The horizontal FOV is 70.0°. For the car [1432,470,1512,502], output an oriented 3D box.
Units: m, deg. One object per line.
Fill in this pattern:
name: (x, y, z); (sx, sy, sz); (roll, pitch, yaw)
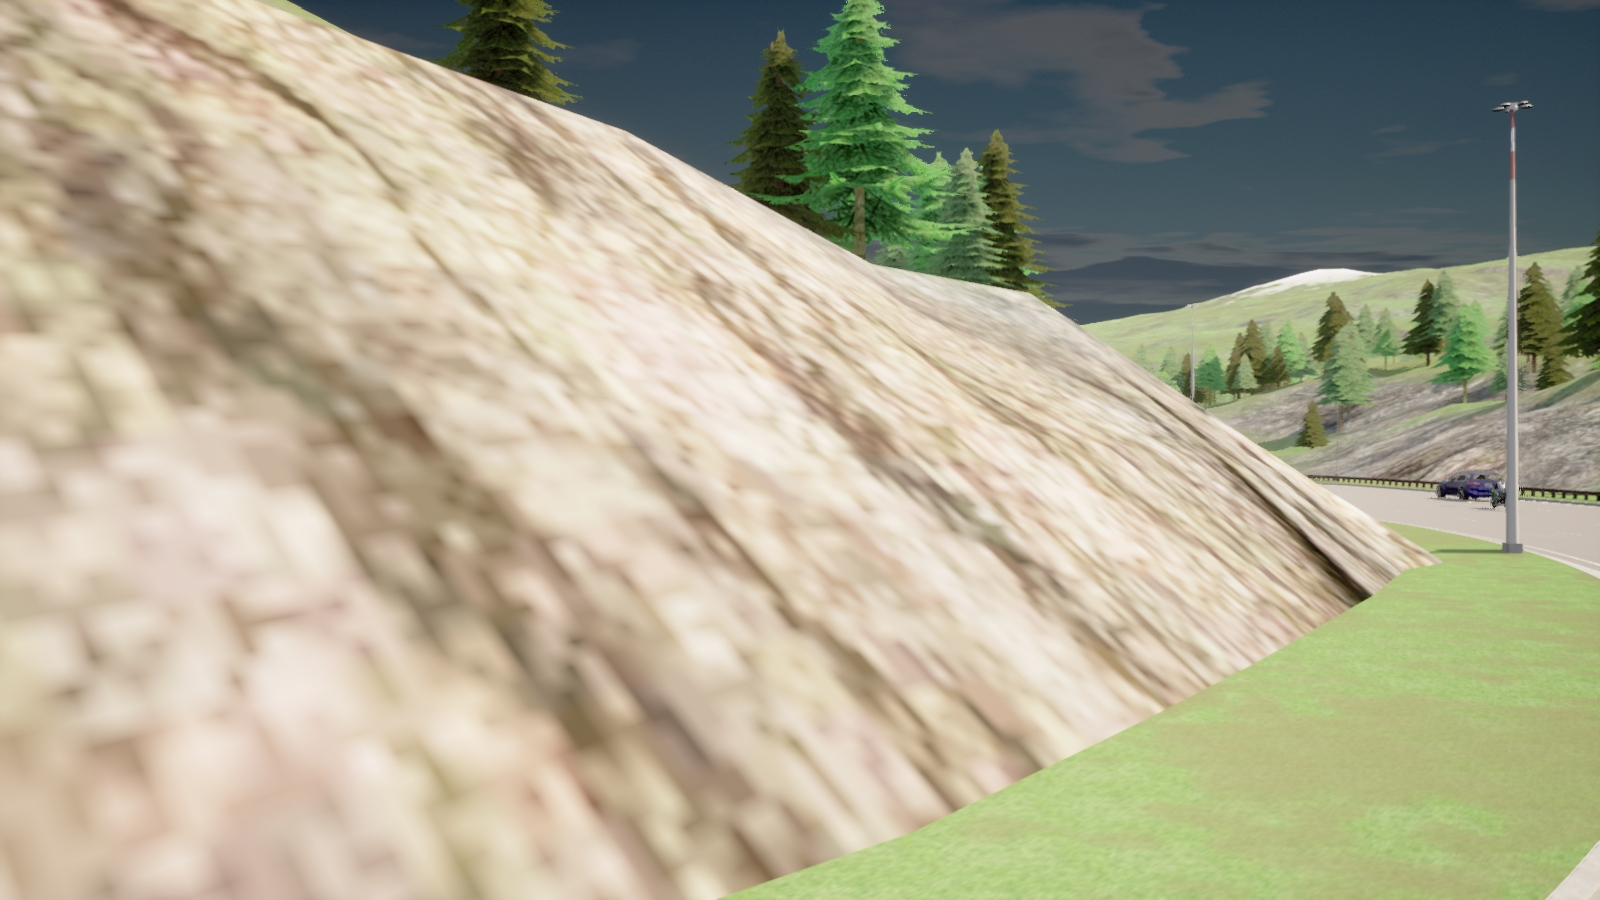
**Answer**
car: (38.091, 2.003, 64.895); (2.242, 1.667, 4.611); (0, 0, 7)

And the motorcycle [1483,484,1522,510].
motorcycle: (33.269, 2.214, 54.149); (0.803, 1.199, 2.033); (0, -1, 7)
